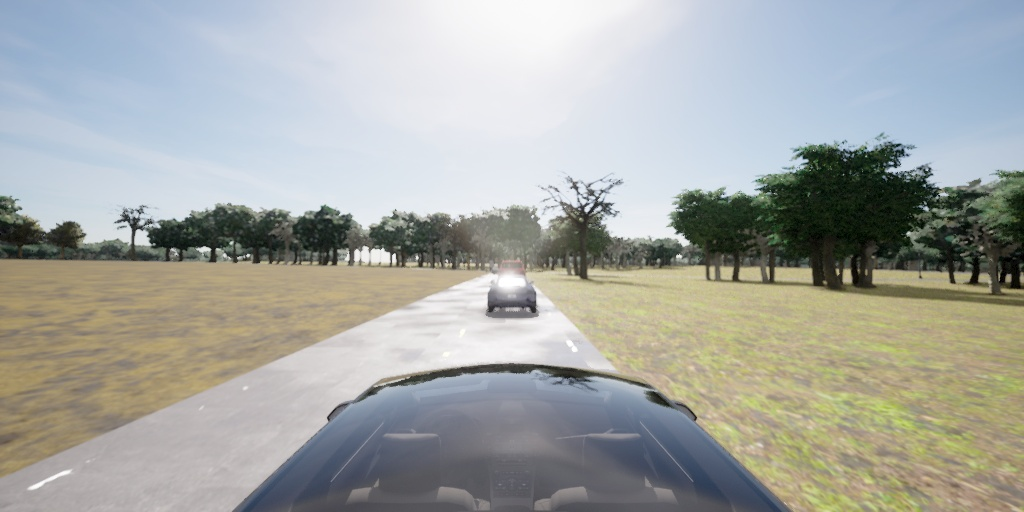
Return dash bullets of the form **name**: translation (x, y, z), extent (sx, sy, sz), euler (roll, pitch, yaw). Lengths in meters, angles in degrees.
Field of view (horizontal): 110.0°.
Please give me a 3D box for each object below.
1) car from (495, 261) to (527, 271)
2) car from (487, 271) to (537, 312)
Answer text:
- **car**: translation (0.008, 1.425, 29.454), extent (2.150, 2.045, 5.566), euler (0, -1, 0)
- **car**: translation (0.018, 1.492, 15.334), extent (1.994, 1.385, 4.181), euler (0, -1, 0)
